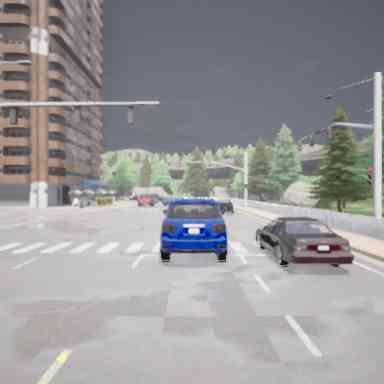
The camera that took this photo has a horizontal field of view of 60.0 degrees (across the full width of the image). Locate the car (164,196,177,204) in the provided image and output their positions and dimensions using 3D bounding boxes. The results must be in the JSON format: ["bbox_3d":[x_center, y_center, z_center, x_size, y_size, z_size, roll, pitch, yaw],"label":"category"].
[{"bbox_3d":[-4.556,1.645,69.469,1.994,1.385,4.181,0,0,-15],"label":"car"}]

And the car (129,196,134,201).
[{"bbox_3d":[-14.818,1.637,89.112,4.674,1.442,1.812,0,0,32],"label":"car"}]

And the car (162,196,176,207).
[{"bbox_3d":[-3.731,1.551,54.610,1.882,1.535,5.008,0,1,0],"label":"car"}]

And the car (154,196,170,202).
[{"bbox_3d":[-7.501,1.663,82.686,1.994,1.385,4.181,0,0,-44],"label":"car"}]

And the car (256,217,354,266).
[{"bbox_3d":[3.562,1.562,11.520,2.033,1.411,5.357,0,0,0],"label":"car"}]

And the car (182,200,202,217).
[{"bbox_3d":[-0.001,1.585,33.340,1.812,1.442,4.674,0,0,0],"label":"car"}]

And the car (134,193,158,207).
[{"bbox_3d":[-7.223,1.291,52.746,2.150,2.045,5.566,0,0,0],"label":"car"}]

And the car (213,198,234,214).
[{"bbox_3d":[3.491,1.527,37.295,1.882,1.535,5.008,0,0,0],"label":"car"}]

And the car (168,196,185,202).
[{"bbox_3d":[-4.032,1.706,83.958,1.895,1.301,4.718,0,0,-39],"label":"car"}]

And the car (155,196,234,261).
[{"bbox_3d":[0.062,1.238,12.441,2.150,2.045,5.566,0,0,0],"label":"car"}]

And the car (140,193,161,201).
[{"bbox_3d":[-11.441,1.260,91.050,5.566,2.045,2.150,0,0,32],"label":"car"}]
